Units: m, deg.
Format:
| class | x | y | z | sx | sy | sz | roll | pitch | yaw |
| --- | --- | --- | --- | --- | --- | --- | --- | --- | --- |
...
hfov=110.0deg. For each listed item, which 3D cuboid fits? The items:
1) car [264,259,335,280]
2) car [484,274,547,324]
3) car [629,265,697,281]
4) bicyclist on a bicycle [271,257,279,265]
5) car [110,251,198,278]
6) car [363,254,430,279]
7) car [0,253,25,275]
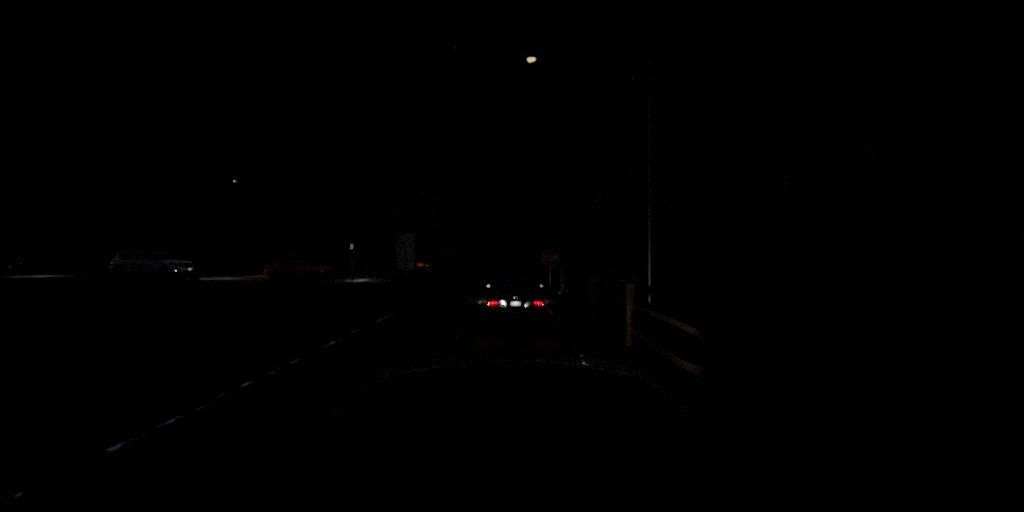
| class | x | y | z | sx | sy | sz | roll | pitch | yaw |
| --- | --- | --- | --- | --- | --- | --- | --- | --- | --- |
| car | -16.528 | 1.047 | 28.025 | 5.008 | 1.535 | 1.882 | 1 | 0 | 1 |
| car | 0.097 | 1.296 | 11.924 | 2.033 | 1.411 | 5.357 | 0 | 0 | 0 |
| car | 12.957 | 1.457 | 30.666 | 5.357 | 1.411 | 2.033 | 1 | 0 | 0 |
| bicyclist on a bicycle | -22.462 | 0.929 | 34.061 | 0.582 | 1.620 | 1.656 | 1 | 0 | 1 |
| car | -28.004 | 0.646 | 28.138 | 5.566 | 2.045 | 2.150 | 1 | 0 | 0 |
| car | -9.861 | 0.860 | 30.860 | 5.566 | 2.045 | 2.150 | 1 | -1 | 10 |
| car | -42.293 | 0.465 | 28.315 | 5.566 | 2.045 | 2.150 | 1 | 0 | 1 |
